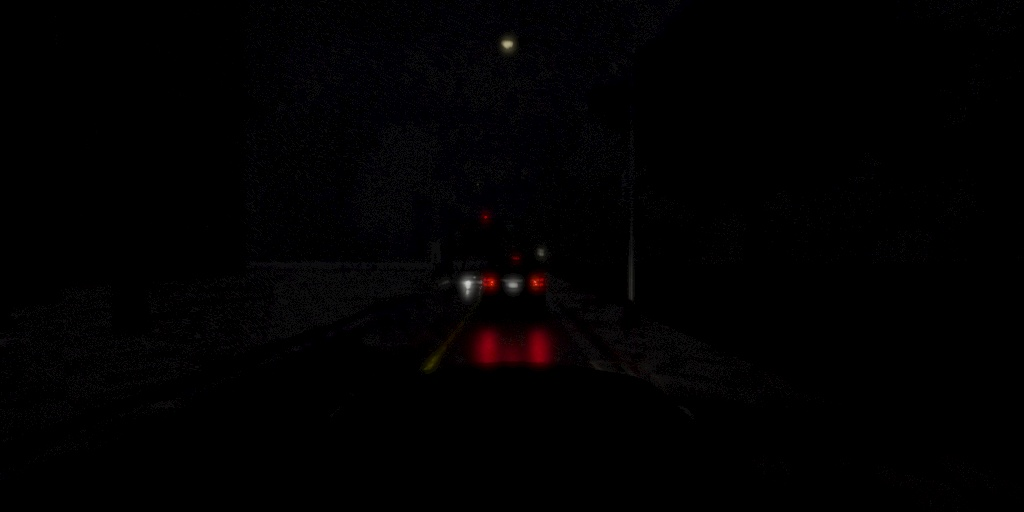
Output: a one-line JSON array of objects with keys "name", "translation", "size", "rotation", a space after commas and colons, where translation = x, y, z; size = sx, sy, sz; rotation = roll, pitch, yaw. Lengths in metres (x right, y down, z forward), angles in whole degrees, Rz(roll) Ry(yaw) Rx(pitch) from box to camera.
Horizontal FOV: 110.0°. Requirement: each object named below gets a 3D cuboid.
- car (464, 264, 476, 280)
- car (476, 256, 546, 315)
[{"name": "car", "translation": [-3.046, 1.377, 32.075], "size": [2.033, 1.411, 5.357], "rotation": [0, 0, 1]}, {"name": "car", "translation": [0.067, 1.007, 13.873], "size": [2.150, 2.045, 5.566], "rotation": [0, 0, 0]}]
